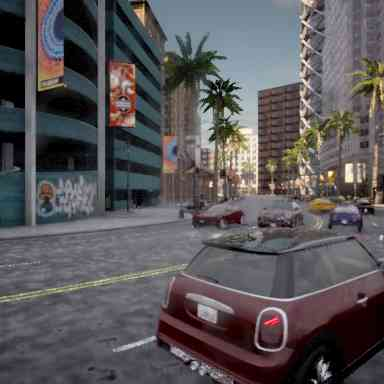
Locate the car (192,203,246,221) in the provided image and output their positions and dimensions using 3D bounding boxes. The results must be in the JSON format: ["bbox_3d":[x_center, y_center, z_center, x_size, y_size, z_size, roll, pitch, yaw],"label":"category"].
[{"bbox_3d":[1.840,1.461,21.362,1.882,1.535,5.008,0,0,30],"label":"car"}]

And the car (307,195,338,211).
[{"bbox_3d":[14.149,1.455,36.534,1.882,1.535,5.008,0,0,11],"label":"car"}]

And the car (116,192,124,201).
[{"bbox_3d":[-11.626,0.978,53.577,2.435,2.045,5.566,0,0,10],"label":"car"}]

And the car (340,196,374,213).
[{"bbox_3d":[17.374,1.487,34.738,1.837,1.490,4.892,0,0,11],"label":"car"}]

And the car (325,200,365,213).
[{"bbox_3d":[9.703,1.514,21.062,1.812,1.442,4.674,0,0,26],"label":"car"}]

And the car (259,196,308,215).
[{"bbox_3d":[5.761,1.337,21.217,2.097,1.767,4.553,0,0,28],"label":"car"}]

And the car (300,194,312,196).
[{"bbox_3d":[29.243,1.301,83.729,2.185,1.767,4.553,0,0,10],"label":"car"}]

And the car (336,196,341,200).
[{"bbox_3d":[24.054,1.449,54.816,2.231,1.521,4.892,0,0,10],"label":"car"}]

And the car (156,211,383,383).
[{"bbox_3d":[1.758,1.349,5.036,4.553,1.767,2.097,0,0,-41],"label":"car"}]
